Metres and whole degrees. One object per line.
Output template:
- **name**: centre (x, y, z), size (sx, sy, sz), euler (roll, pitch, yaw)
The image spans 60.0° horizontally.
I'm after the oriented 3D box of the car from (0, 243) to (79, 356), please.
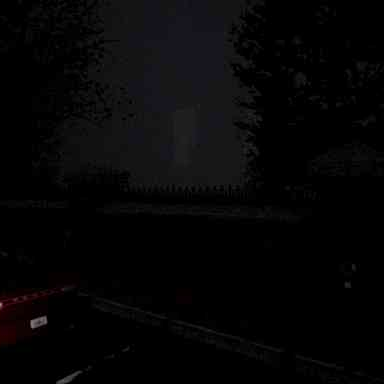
- **car**: centre (-3.786, 1.541, 5.589), size (4.507, 1.381, 1.887), euler (0, 0, 36)
